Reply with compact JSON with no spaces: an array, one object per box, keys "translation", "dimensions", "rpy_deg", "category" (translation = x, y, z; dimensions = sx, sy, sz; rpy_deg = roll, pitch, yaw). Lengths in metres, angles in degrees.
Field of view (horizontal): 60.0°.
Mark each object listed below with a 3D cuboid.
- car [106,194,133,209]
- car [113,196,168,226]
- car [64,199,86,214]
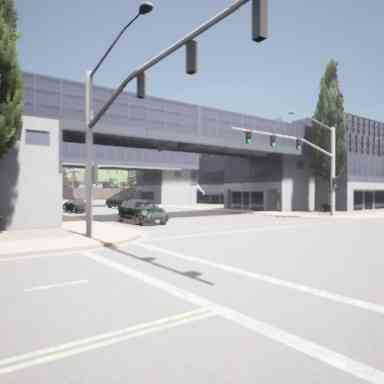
[{"translation":[-9.467,1.233,44.076],"dimensions":[2.150,2.045,5.566],"rpy_deg":[0,0,-36],"category":"car"},{"translation":[-3.568,1.360,23.672],"dimensions":[2.097,1.767,4.553],"rpy_deg":[0,0,-36],"category":"car"},{"translation":[-12.184,1.485,35.559],"dimensions":[1.882,1.535,5.008],"rpy_deg":[0,0,-36],"category":"car"}]
